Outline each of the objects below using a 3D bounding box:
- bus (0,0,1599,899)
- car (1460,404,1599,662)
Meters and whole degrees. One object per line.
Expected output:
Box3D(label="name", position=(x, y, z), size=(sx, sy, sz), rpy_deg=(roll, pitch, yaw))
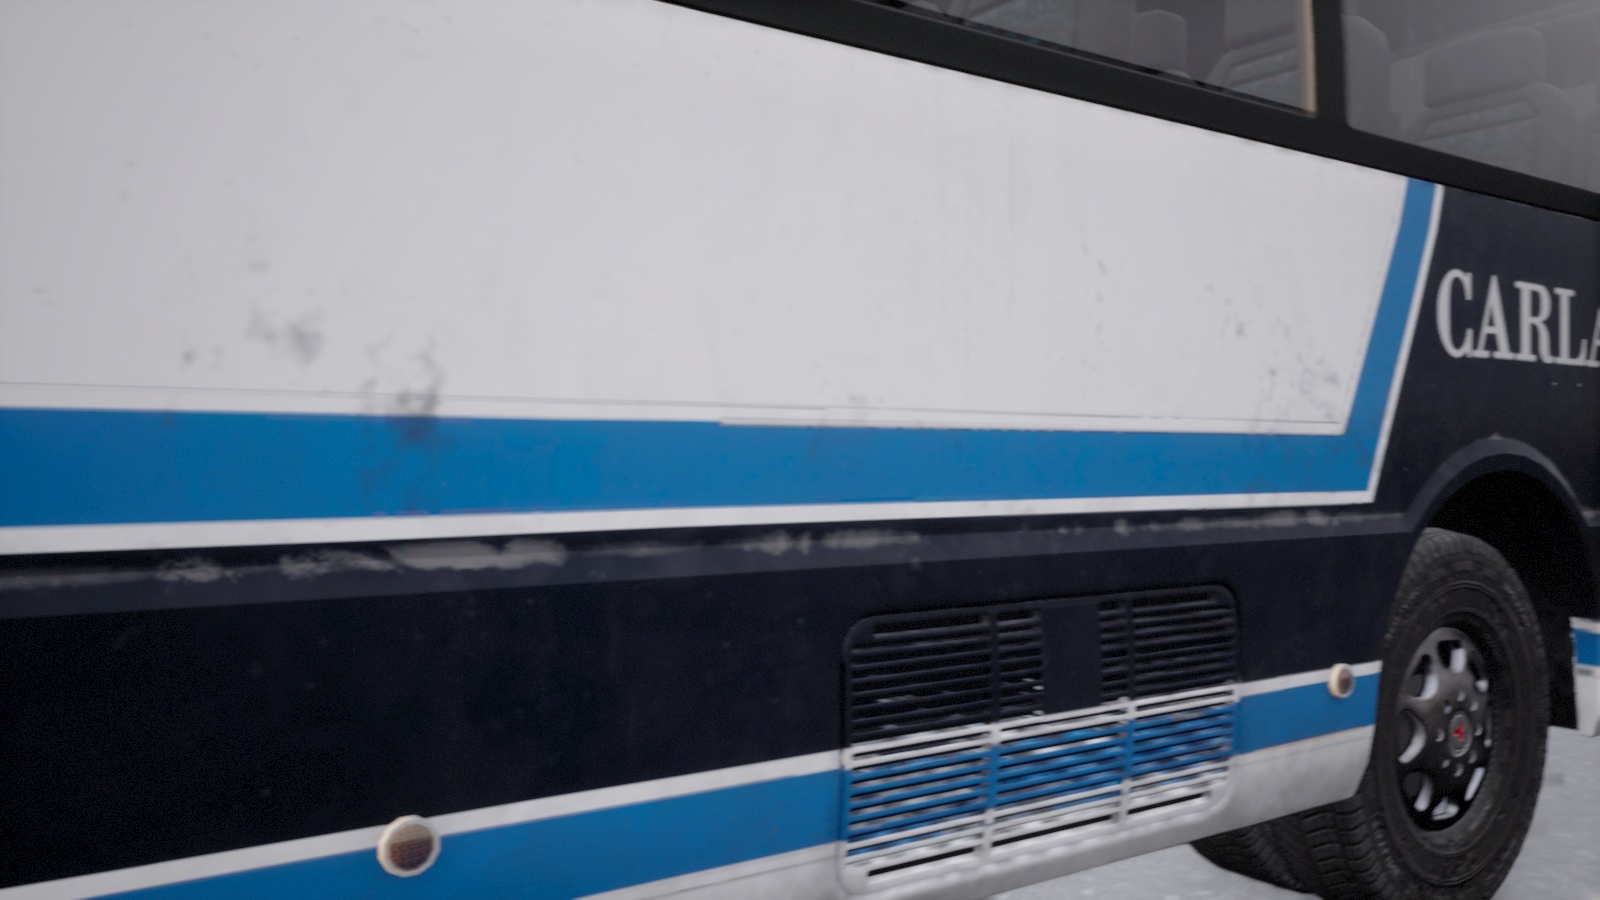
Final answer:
Box3D(label="bus", position=(-1.071, -0.620, 3.528), size=(10.273, 4.253, 3.944), rpy_deg=(0, 0, -35))
Box3D(label="car", position=(7.292, 0.531, 9.346), size=(5.027, 1.651, 2.152), rpy_deg=(0, 0, -35))
